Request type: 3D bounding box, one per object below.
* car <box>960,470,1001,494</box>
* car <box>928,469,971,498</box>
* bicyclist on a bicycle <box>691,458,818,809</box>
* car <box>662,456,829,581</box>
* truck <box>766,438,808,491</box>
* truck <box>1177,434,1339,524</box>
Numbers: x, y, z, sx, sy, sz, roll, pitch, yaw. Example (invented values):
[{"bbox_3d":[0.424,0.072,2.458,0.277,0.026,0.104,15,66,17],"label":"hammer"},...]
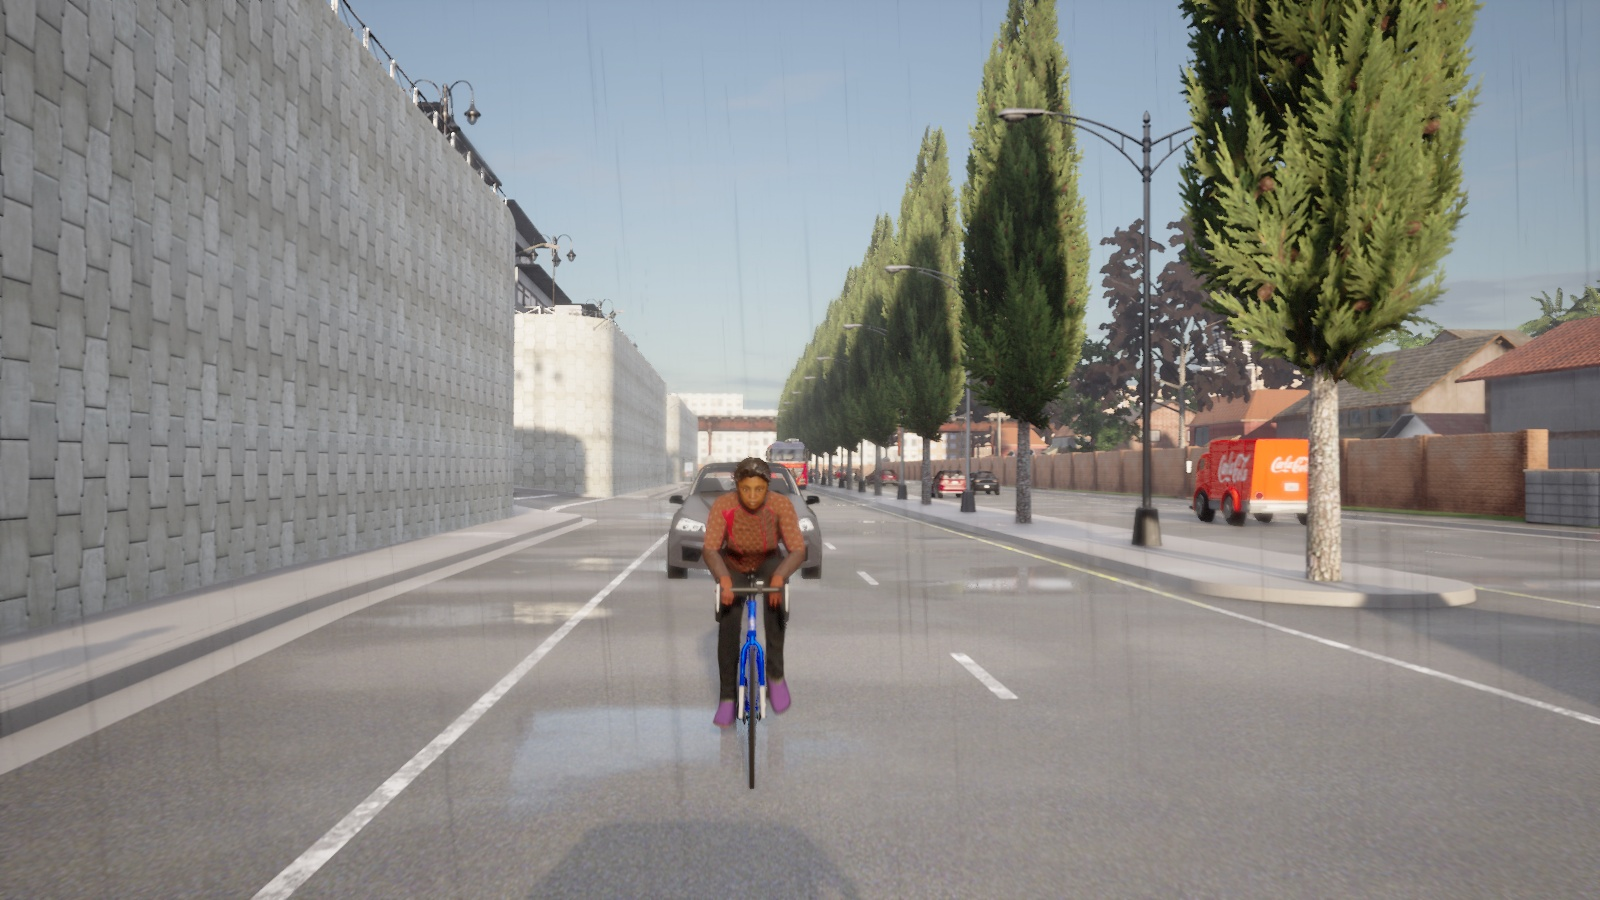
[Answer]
[{"bbox_3d":[11.281,1.973,78.750,1.816,1.474,4.193,0,-1,-3],"label":"car"},{"bbox_3d":[8.228,1.810,69.465,1.789,1.549,3.705,0,-1,-3],"label":"car"},{"bbox_3d":[-0.247,0.866,6.665,0.582,1.620,1.656,0,-1,-2],"label":"bicyclist on a bicycle"},{"bbox_3d":[-0.842,0.950,19.183,2.242,1.667,4.611,0,-1,-3],"label":"car"},{"bbox_3d":[-1.055,1.100,95.570,2.891,3.827,8.468,0,-1,-3],"label":"truck"},{"bbox_3d":[13.312,0.831,36.947,2.627,2.467,5.204,0,-1,-3],"label":"truck"}]
